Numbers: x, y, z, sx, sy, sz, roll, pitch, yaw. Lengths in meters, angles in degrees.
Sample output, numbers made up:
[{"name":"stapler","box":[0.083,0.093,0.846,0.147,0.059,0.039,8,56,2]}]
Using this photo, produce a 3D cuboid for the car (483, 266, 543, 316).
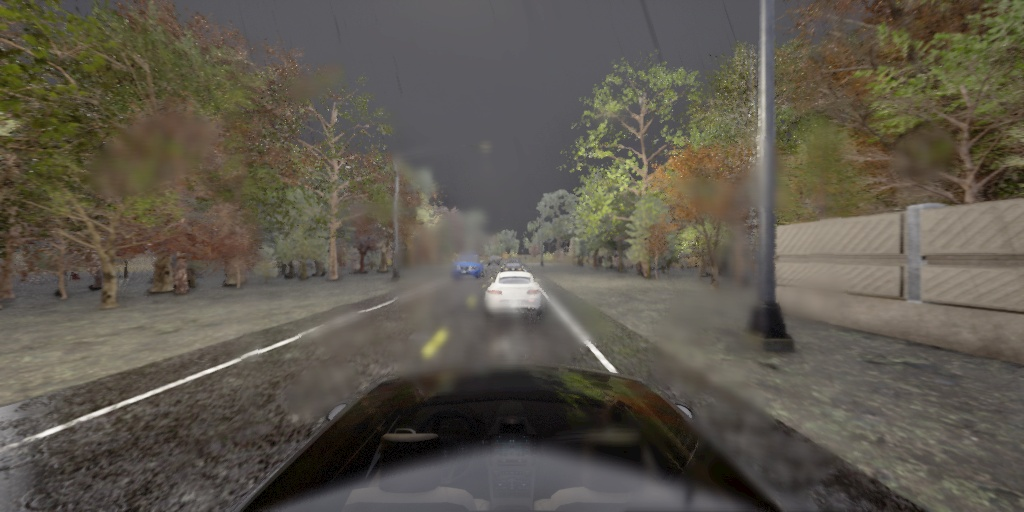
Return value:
[{"name":"car","box":[0.102,1.271,13.133,1.812,1.442,4.674,0,0,0]}]

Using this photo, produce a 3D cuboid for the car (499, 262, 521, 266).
[{"name":"car","box":[0.107,1.267,34.661,2.033,1.411,5.357,0,0,0]}]

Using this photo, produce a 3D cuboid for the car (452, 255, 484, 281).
[{"name":"car","box":[-3.593,0.952,30.332,2.150,2.045,5.566,0,0,0]}]
